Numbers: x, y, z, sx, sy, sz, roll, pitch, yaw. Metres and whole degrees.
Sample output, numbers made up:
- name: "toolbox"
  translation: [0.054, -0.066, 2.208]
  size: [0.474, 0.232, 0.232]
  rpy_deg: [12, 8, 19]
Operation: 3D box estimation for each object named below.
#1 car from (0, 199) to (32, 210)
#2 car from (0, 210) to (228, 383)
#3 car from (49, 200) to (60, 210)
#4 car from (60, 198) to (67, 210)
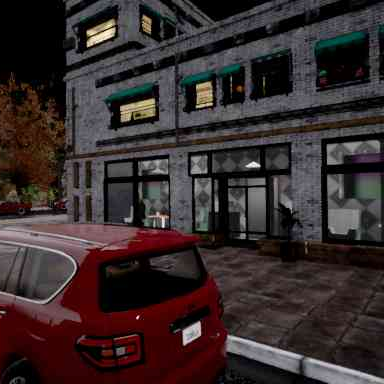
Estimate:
- name: "car"
  translation: [-17.554, 1.460, 30.734]
  size: [1.895, 1.301, 4.718]
  rpy_deg: [-1, 0, 37]
- name: "car"
  translation: [-1.942, 1.316, 4.295]
  size: [5.009, 1.841, 2.192]
  rpy_deg: [0, -1, 36]
- name: "car"
  translation: [-14.817, 1.375, 39.799]
  size: [1.994, 1.385, 4.181]
  rpy_deg: [-1, 0, 37]
- name: "car"
  translation: [-12.091, 1.118, 38.021]
  size: [2.097, 1.767, 4.553]
  rpy_deg: [-1, 0, 37]
